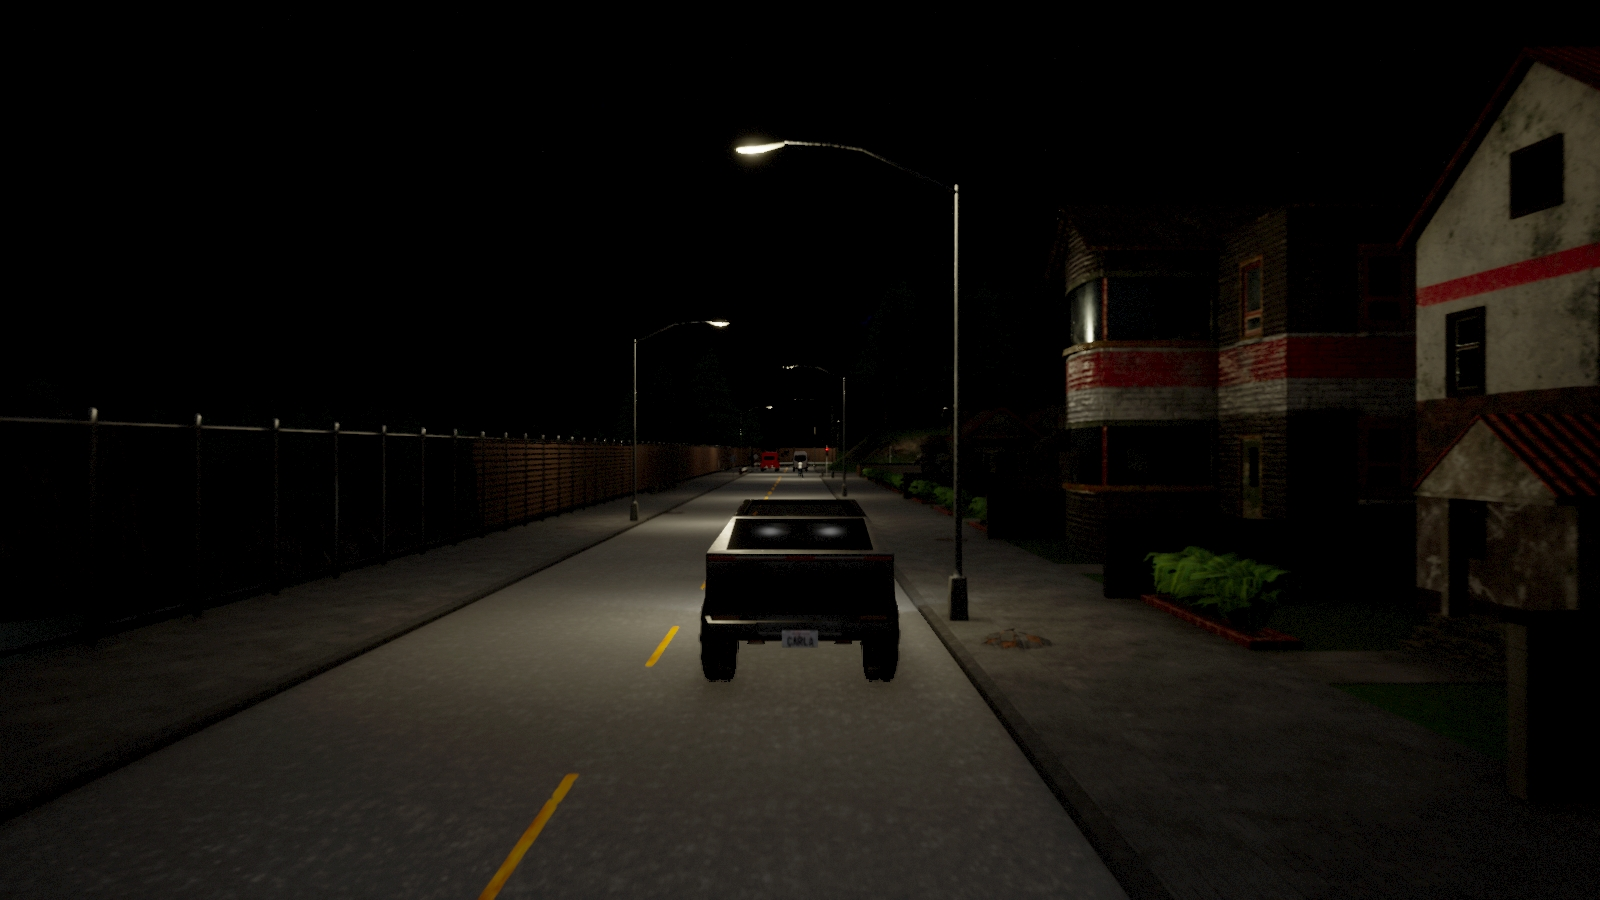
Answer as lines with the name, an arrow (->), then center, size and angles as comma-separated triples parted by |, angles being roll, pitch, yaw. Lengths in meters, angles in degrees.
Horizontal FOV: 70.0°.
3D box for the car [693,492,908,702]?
car -> 0.001, 1.753, 15.838 | 2.390, 2.098, 6.274 | 0, 0, 0
